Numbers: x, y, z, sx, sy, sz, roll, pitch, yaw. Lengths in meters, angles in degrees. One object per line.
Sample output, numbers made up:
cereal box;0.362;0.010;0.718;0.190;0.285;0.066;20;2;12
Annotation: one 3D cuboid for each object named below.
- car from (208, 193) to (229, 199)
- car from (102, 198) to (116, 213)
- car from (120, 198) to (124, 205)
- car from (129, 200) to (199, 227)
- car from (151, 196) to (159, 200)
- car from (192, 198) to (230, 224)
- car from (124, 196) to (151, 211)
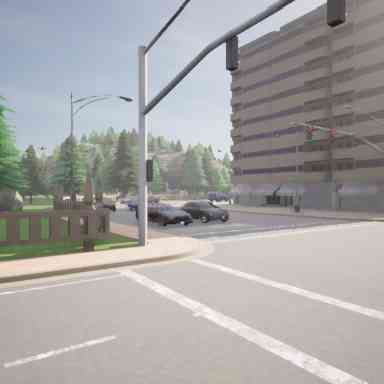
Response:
car;5.712;1.170;71.210;2.150;2.045;5.566;0;0;40
car;-9.515;1.422;36.660;1.882;1.535;5.008;0;0;-18
car;-11.105;1.470;58.678;1.812;1.442;4.674;0;0;10
car;-2.051;1.492;22.456;2.033;1.411;5.357;0;0;-34
car;-7.336;1.457;59.986;1.837;1.490;4.892;0;0;13
car;0.793;1.449;24.626;1.837;1.490;4.892;0;0;-33
car;-6.372;1.422;38.185;1.882;1.535;5.008;0;0;-17
